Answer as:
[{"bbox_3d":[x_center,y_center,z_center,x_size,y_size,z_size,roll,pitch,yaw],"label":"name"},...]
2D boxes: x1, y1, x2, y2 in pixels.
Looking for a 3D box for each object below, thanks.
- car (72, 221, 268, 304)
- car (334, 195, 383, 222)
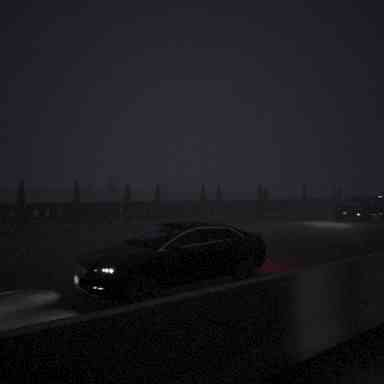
[{"bbox_3d":[-0.302,1.489,8.063,4.902,1.511,2.128,0,0,-35],"label":"car"},{"bbox_3d":[13.735,1.250,26.580,5.566,2.045,2.150,1,0,-35],"label":"car"}]
